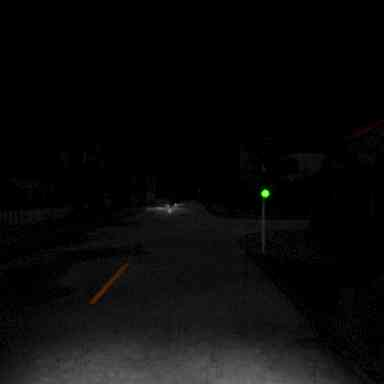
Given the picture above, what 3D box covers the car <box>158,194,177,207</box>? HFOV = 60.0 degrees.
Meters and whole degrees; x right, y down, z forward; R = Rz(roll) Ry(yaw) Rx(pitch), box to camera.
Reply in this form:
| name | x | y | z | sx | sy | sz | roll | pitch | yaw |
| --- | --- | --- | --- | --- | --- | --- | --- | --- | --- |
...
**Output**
| name | x | y | z | sx | sy | sz | roll | pitch | yaw |
| --- | --- | --- | --- | --- | --- | --- | --- | --- | --- |
| car | -4.076 | 1.342 | 52.874 | 2.150 | 2.045 | 5.566 | 0 | 0 | 1 |
